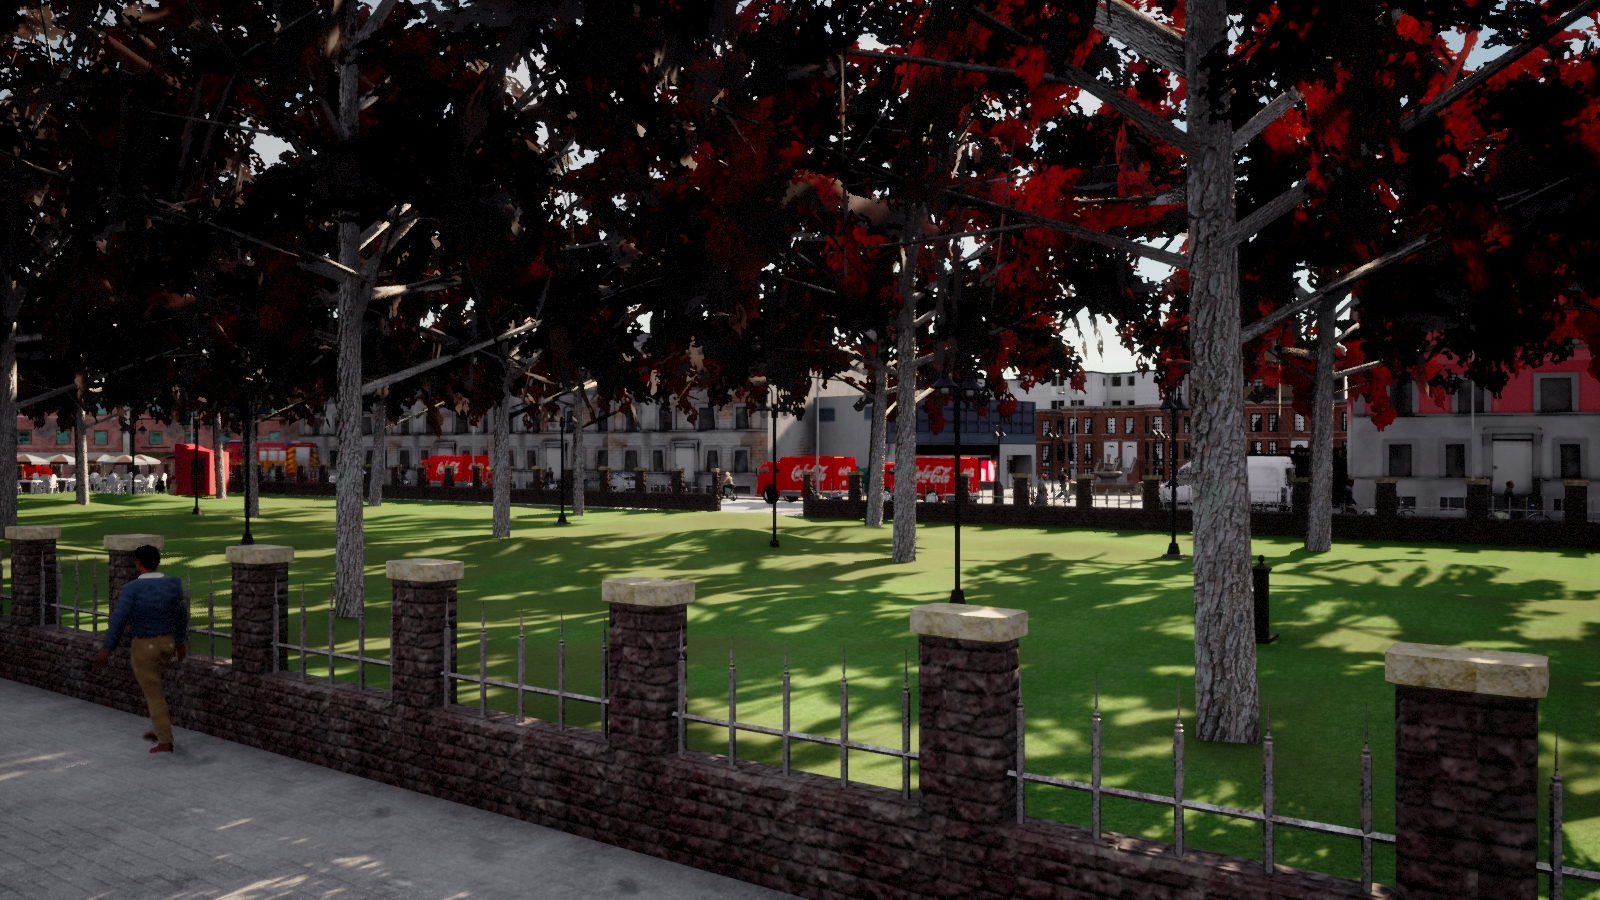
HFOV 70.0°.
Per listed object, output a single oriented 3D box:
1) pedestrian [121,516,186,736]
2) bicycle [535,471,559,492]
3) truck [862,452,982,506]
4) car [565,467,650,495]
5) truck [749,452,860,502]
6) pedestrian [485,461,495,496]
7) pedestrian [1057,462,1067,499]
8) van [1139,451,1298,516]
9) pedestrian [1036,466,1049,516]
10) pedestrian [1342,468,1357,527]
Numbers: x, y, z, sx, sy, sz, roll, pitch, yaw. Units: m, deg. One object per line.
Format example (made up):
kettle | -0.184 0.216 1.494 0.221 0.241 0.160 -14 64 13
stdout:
pedestrian | -5.699 1.526 10.069 0.375 1.860 0.375 0 0 35
bicycle | -15.681 1.940 70.806 1.835 1.271 0.329 0 0 35
truck | 5.913 1.348 55.621 5.204 2.467 2.627 0 0 35
car | -11.432 1.827 67.802 4.902 1.511 2.128 0 0 35
truck | 0.205 1.348 59.637 5.204 2.467 2.627 0 0 35
pedestrian | -16.459 1.522 60.598 0.375 1.860 0.375 0 0 35
pedestrian | 13.290 1.537 57.908 0.375 1.860 0.375 0 0 30
van | 17.370 1.315 47.583 5.915 2.561 1.988 0 0 35
pedestrian | 9.050 1.525 42.660 0.375 1.860 0.375 0 0 35
pedestrian | 17.621 1.524 36.621 0.375 1.860 0.375 0 0 35
